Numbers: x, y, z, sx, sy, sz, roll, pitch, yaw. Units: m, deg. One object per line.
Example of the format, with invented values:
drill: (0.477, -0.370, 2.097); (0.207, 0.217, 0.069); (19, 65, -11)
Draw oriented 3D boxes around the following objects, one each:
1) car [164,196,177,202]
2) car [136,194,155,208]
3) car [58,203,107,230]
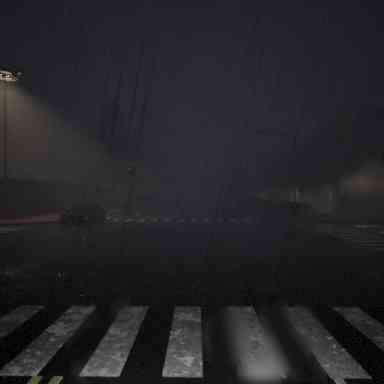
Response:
car: (-4.723, 1.548, 74.265); (2.128, 1.511, 4.902); (0, 0, 14)
car: (-6.697, 1.264, 48.323); (2.150, 2.045, 5.566); (0, 0, 1)
car: (-6.951, 1.490, 21.548); (1.882, 1.535, 5.008); (0, 0, 0)
